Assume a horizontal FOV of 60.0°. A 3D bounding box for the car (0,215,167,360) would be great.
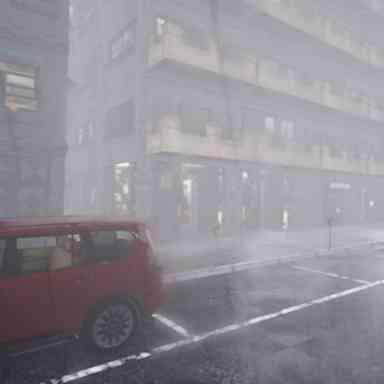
[{"bbox_3d":[-2.719,1.318,4.600,5.009,1.841,2.192,0,1,-35],"label":"car"}]
